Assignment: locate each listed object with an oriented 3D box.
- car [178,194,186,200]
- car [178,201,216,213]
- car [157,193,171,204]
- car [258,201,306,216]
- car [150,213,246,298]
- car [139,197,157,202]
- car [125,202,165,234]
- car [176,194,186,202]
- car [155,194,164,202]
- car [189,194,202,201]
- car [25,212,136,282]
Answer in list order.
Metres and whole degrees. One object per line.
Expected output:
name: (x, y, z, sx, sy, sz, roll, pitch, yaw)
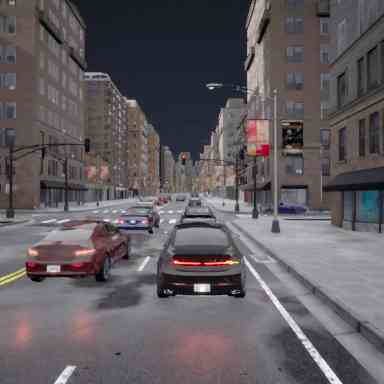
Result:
car: (-2.542, 1.244, 85.699, 1.882, 1.535, 5.008, 0, 0, 0)
car: (0.291, 1.490, 17.896, 2.128, 1.511, 4.902, 0, 0, -1)
car: (-5.996, 1.181, 64.806, 2.150, 2.045, 5.566, 0, 0, 1)
car: (8.956, 1.591, 33.180, 4.674, 1.442, 1.812, 0, -1, 0)
car: (0.205, 1.506, 8.500, 1.837, 1.490, 4.892, 0, 0, 0)
car: (-6.211, 1.581, 44.134, 1.895, 1.301, 4.718, 0, 0, 0)
car: (-2.958, 1.545, 19.203, 2.033, 1.411, 5.357, 0, 0, 0)
car: (-2.620, 1.492, 75.696, 1.994, 1.385, 4.181, 0, 0, 0)
car: (-6.124, 1.497, 54.145, 1.812, 1.442, 4.674, 0, 0, 1)
car: (0.482, 1.500, 51.224, 1.812, 1.442, 4.674, 0, 0, 1)
car: (-3.026, 1.526, 9.636, 1.812, 1.442, 4.674, 0, 0, 1)
